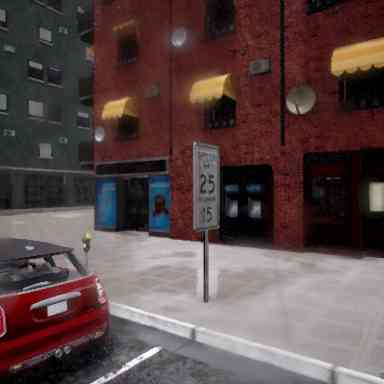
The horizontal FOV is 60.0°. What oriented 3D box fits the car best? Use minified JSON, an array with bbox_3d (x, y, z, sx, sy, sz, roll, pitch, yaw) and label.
[{"bbox_3d":[-3.215,1.438,5.170,4.097,1.590,1.967,0,0,36],"label":"car"}]
